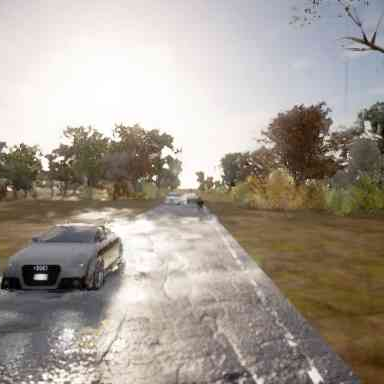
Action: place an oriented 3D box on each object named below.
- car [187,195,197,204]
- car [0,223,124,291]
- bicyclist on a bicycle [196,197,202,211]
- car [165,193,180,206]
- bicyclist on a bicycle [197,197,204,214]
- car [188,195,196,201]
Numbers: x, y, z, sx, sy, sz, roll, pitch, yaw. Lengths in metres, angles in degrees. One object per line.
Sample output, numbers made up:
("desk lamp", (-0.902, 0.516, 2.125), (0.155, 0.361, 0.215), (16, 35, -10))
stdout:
("car", (0.041, 1.370, 59.349), (2.128, 1.511, 4.902), (0, 0, 1))
("car", (-3.101, 1.550, 8.813), (1.994, 1.385, 4.181), (0, 0, 0))
("bicyclist on a bicycle", (0.823, 1.380, 39.086), (0.582, 1.620, 1.656), (0, 0, 0))
("car", (-3.060, 1.115, 52.994), (2.150, 2.045, 5.566), (0, 0, 0))
("bicyclist on a bicycle", (0.824, 1.316, 30.154), (0.659, 1.776, 1.843), (0, 0, 0))
("car", (-0.005, 1.426, 75.683), (1.895, 1.301, 4.718), (0, 0, 0))
